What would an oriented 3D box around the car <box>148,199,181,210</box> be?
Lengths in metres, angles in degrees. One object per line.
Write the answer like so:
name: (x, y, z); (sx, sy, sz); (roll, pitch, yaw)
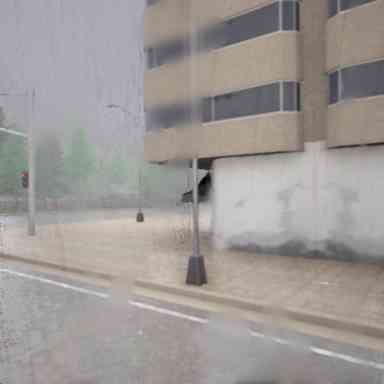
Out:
car: (-3.961, 1.760, 47.476); (4.892, 1.490, 1.837); (0, -1, -33)
